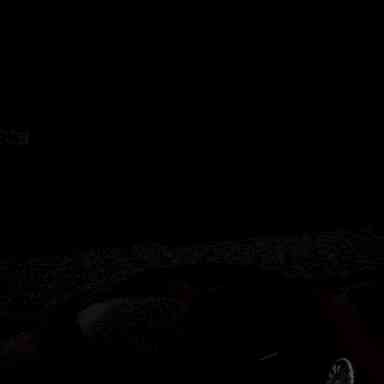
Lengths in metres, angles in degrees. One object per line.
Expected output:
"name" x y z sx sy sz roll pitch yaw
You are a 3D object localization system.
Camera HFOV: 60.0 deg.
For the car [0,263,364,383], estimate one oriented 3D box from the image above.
"car" -0.089 1.543 3.315 4.674 1.442 1.812 1 0 -35
